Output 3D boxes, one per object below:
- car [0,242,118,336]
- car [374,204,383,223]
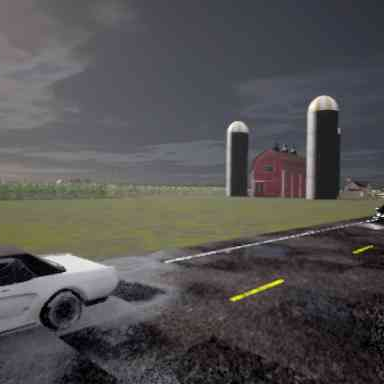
[{"bbox_3d":[-3.575,1.518,4.845,1.895,1.301,4.718,1,1,44],"label":"car"},{"bbox_3d":[14.624,1.452,23.863,1.837,1.490,4.892,1,1,44],"label":"car"}]
